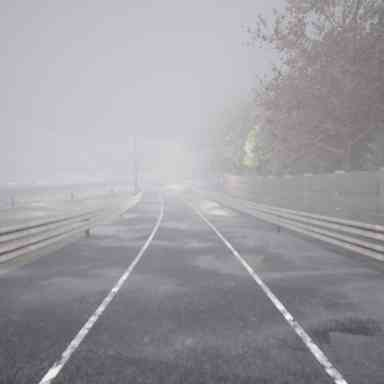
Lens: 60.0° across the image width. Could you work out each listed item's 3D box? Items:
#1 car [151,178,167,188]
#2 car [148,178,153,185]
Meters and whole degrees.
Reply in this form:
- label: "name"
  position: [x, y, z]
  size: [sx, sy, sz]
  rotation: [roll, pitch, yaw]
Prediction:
- label: "car"
  position: [-8.155, -2.120, 86.339]
  size: [2.097, 1.767, 4.553]
  rotation: [1, 4, 19]
- label: "car"
  position: [-9.516, -2.430, 93.087]
  size: [1.882, 1.535, 5.008]
  rotation: [1, 4, 19]
